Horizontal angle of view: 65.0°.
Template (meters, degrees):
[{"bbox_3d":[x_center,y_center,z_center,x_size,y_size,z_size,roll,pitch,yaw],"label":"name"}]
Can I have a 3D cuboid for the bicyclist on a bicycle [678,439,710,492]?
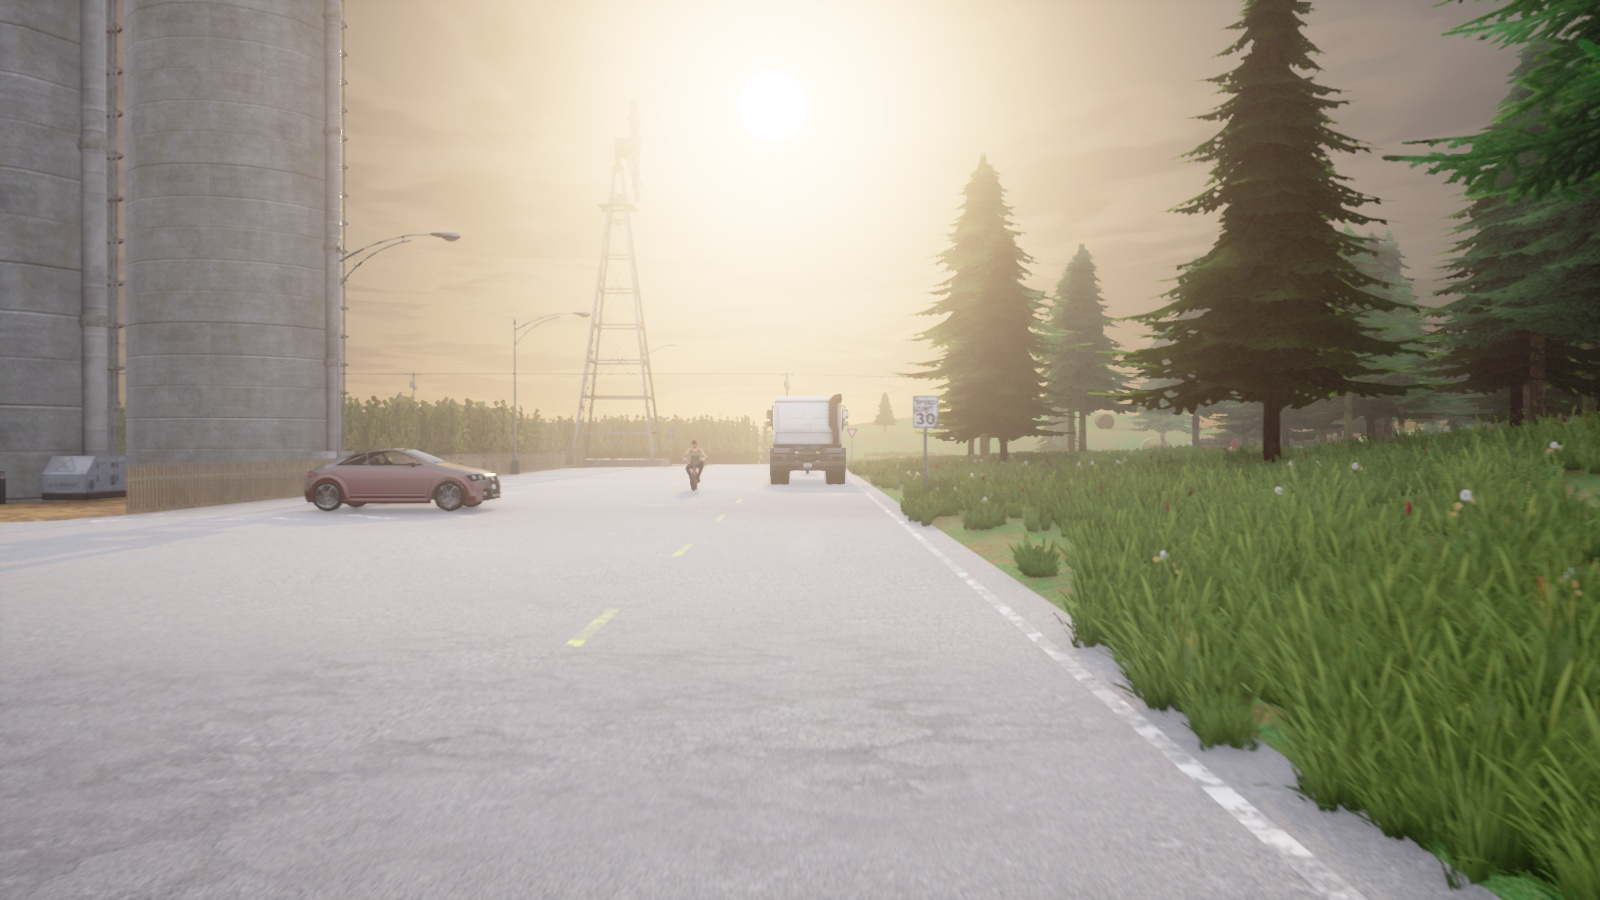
[{"bbox_3d":[-3.269,0.462,38.717,0.866,1.612,1.509,0,0,0],"label":"bicyclist on a bicycle"}]

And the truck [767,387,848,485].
[{"bbox_3d":[0.292,-0.508,48.454,2.891,3.462,7.936,0,0,0],"label":"truck"}]
